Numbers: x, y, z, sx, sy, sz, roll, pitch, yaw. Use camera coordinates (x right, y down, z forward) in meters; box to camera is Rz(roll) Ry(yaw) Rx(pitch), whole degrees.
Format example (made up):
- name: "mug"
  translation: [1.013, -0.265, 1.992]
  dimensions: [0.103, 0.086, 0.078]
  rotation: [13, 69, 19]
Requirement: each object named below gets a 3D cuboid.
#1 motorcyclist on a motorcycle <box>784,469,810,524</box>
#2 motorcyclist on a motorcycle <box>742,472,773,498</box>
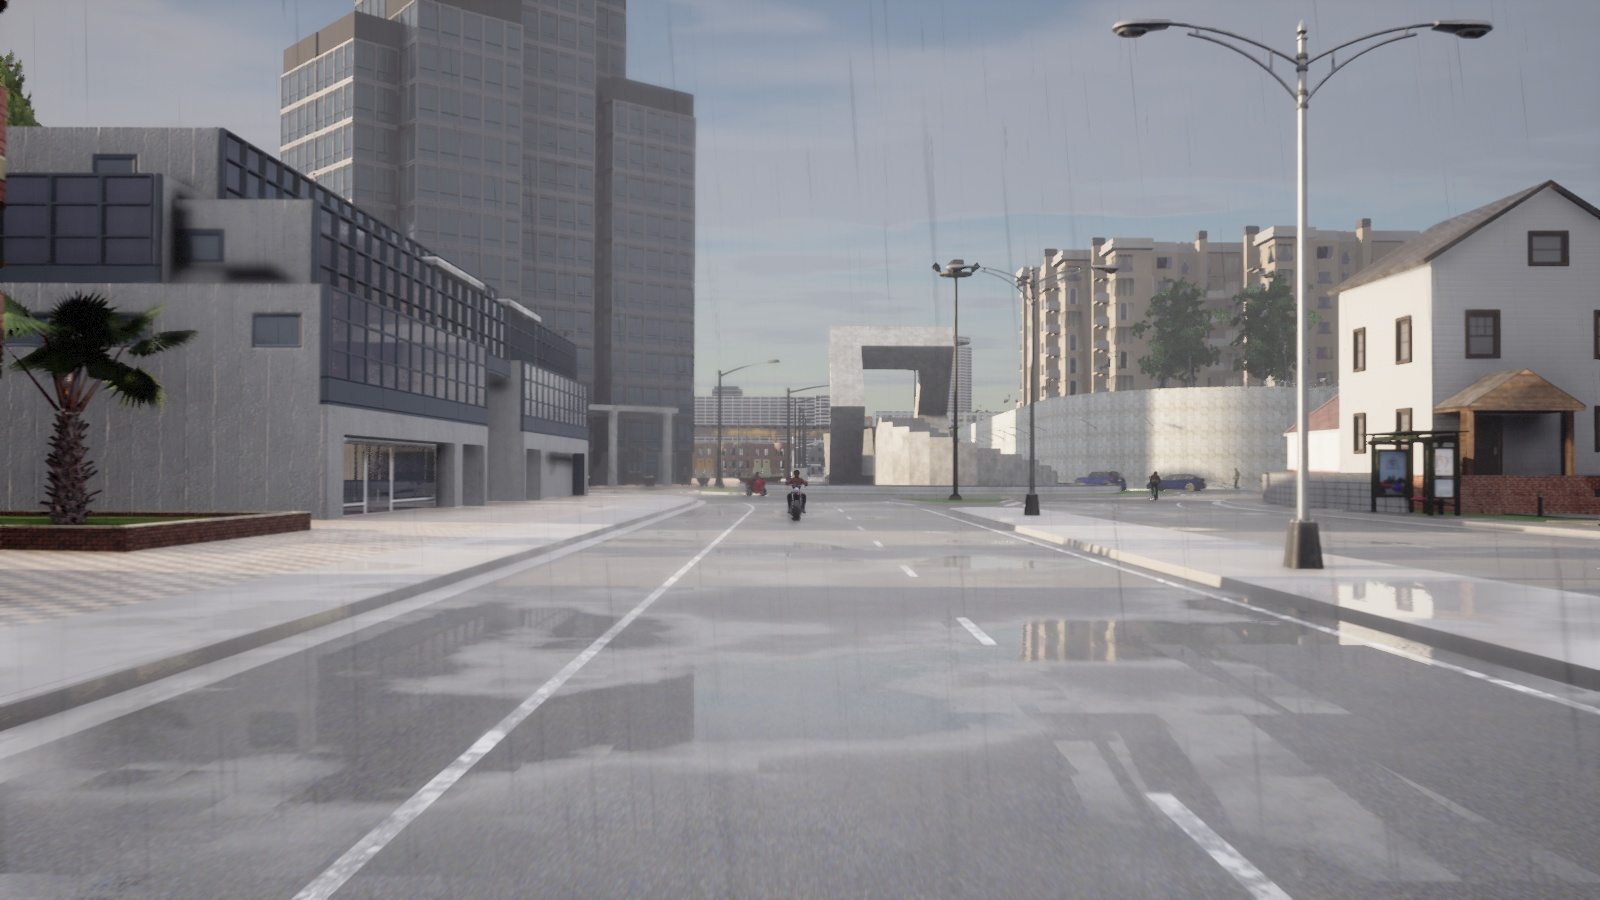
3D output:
- name: "motorcyclist on a motorcycle"
  translation: [-0.095, 1.423, 39.303]
  dimensions: [0.766, 1.649, 2.350]
  rotation: [0, -1, 0]
- name: "motorcyclist on a motorcycle"
  translation: [-2.523, 2.060, 74.877]
  dimensions: [0.797, 1.523, 2.044]
  rotation: [0, -1, -38]
